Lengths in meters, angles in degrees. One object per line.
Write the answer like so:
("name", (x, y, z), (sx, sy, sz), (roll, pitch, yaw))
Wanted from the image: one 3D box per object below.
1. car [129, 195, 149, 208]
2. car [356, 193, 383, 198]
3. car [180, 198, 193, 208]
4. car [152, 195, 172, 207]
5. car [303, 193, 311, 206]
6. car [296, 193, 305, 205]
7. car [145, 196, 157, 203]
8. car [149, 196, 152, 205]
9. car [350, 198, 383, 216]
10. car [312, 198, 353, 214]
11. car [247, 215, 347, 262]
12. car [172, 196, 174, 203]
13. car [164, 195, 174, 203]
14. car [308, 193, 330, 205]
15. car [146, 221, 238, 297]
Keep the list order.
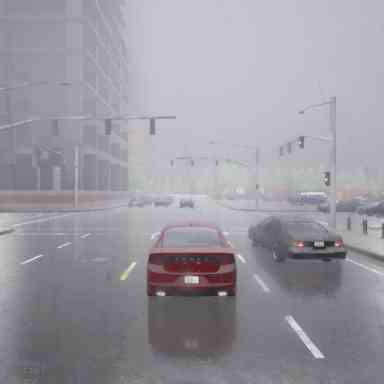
("car", (-8.080, 1.491, 48.901), (2.128, 1.511, 4.902), (0, 0, -1))
("car", (39.038, 1.209, 72.549), (4.605, 1.855, 1.932), (0, 0, -1))
("car", (-0.831, 1.601, 49.121), (1.895, 1.301, 4.718), (0, 0, -2))
("car", (-4.611, 1.477, 51.209), (1.882, 1.535, 5.008), (0, 0, -1))
("car", (24.095, 1.419, 64.192), (3.905, 1.438, 1.784), (0, 0, -1))
("car", (24.022, 1.209, 66.875), (4.605, 1.855, 1.932), (0, 0, -1))
("car", (-8.294, 1.564, 68.076), (1.994, 1.385, 4.181), (0, 0, -1))
("car", (-8.208, 1.352, 58.114), (2.097, 1.767, 4.553), (0, 0, -1))
("car", (18.386, 1.581, 32.277), (4.674, 1.442, 1.812), (0, 0, -1))
("car", (16.281, 1.603, 35.773), (5.357, 1.411, 2.033), (0, 0, -1))
("car", (3.477, 1.547, 12.076), (2.033, 1.411, 5.357), (0, 0, -4))
("car", (-4.743, 1.547, 61.166), (2.033, 1.411, 5.357), (0, 0, 0))
("car", (-4.830, 1.500, 71.286), (1.837, 1.490, 4.892), (0, 0, -1))
("car", (24.118, 1.451, 61.297), (3.806, 1.475, 1.970), (0, 0, -1))
("car", (-0.012, 1.478, 8.640), (1.882, 1.535, 5.008), (0, 0, 0))
